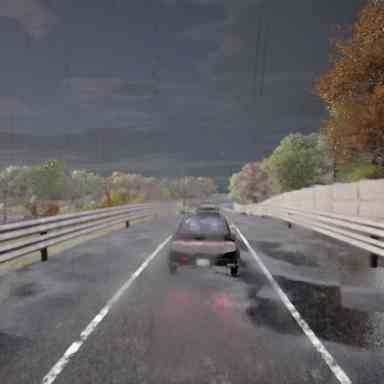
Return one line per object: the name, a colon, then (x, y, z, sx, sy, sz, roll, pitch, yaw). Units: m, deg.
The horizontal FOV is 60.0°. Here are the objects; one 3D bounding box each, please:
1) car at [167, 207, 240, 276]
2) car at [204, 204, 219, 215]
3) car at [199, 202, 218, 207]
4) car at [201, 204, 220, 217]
car: (0.382, 1.432, 10.226, 2.128, 1.511, 4.902, 0, 0, 3)
car: (2.899, 2.565, 48.616, 1.882, 1.535, 5.008, 0, -3, 6)
car: (1.298, 1.594, 26.304, 1.837, 1.490, 4.892, 0, -2, 3)
car: (2.017, 2.025, 36.248, 1.895, 1.301, 4.718, 0, -2, 4)
